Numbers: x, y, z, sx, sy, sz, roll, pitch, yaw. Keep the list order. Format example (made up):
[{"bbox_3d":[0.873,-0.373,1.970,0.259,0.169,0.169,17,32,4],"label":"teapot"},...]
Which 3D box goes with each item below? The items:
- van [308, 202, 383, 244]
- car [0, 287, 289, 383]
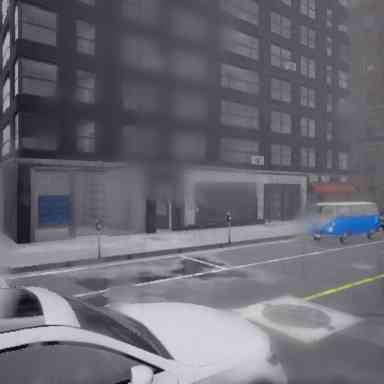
[{"bbox_3d":[7.074,1.342,15.444,3.998,1.788,1.690,0,0,-36],"label":"van"},{"bbox_3d":[-1.290,1.525,2.514,4.674,1.442,1.812,0,0,-36],"label":"car"}]
